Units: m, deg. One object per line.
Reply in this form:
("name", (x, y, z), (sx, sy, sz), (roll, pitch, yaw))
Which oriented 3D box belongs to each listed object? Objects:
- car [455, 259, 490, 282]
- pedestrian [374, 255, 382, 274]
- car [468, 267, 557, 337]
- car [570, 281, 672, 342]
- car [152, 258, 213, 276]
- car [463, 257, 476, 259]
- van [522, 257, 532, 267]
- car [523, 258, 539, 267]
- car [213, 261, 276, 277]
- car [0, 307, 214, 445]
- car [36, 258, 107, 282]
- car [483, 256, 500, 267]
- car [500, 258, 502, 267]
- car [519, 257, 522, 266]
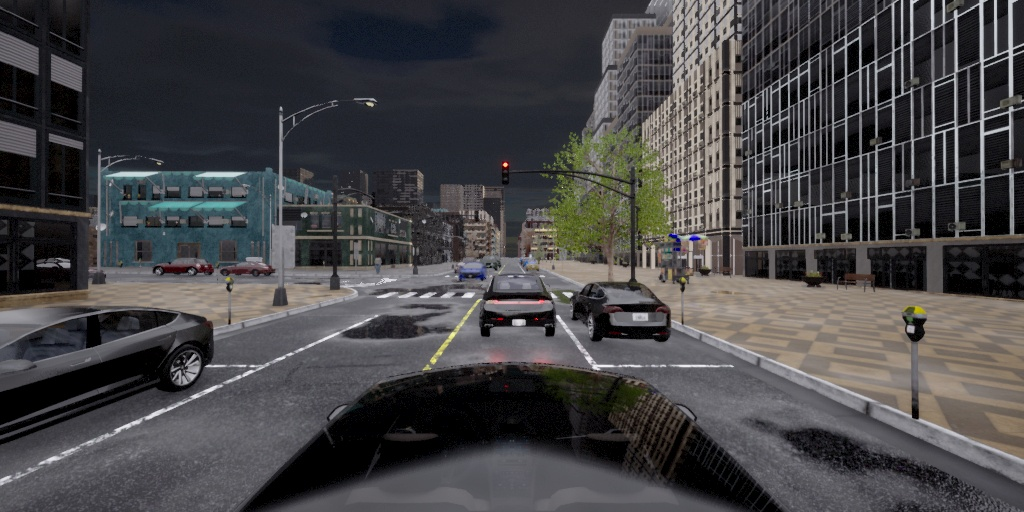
("car", (-3.097, 1.229, 29.107), (1.882, 1.535, 5.008), (0, 0, 0))
("pedestrian", (-12.742, 0.789, 34.091), (0.375, 1.860, 0.375), (0, -1, -1))
("car", (0.112, 1.242, 10.277), (2.128, 1.511, 4.902), (0, 0, -1))
("car", (2.692, 1.316, 9.607), (1.948, 1.339, 4.313), (0, 0, 0))
("car", (-28.362, 0.879, 30.925), (4.097, 1.591, 1.967), (0, 0, -1))
("car", (-5.679, 1.068, 47.636), (2.192, 1.841, 5.009), (0, 0, 0))
("van", (2.702, 1.094, 53.187), (1.690, 1.789, 3.998), (0, 0, 0))
("car", (2.701, 1.278, 47.806), (1.751, 1.417, 4.829), (0, 0, 0))
("car", (-22.815, 1.090, 31.002), (4.207, 1.307, 1.802), (0, 0, -1))
("car", (-5.689, 1.316, 4.069), (1.948, 1.339, 4.313), (0, 0, 0))
("car", (-28.246, 0.980, 22.546), (4.207, 1.307, 1.802), (0, 0, -1))
("car", (-3.073, 0.977, 48.522), (2.150, 2.045, 5.566), (0, 0, -2))
("car", (-3.045, 0.979, 63.695), (2.150, 2.045, 5.566), (0, 0, 0))
("car", (2.705, 1.305, 64.289), (2.007, 1.370, 4.403), (0, 0, 0))
